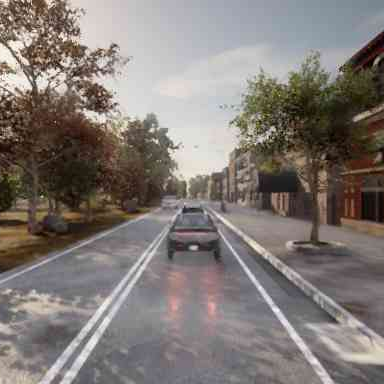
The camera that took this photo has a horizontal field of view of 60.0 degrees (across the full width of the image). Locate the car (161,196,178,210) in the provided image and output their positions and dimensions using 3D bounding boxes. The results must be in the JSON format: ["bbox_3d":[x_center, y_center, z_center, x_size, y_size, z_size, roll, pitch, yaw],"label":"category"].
[{"bbox_3d":[-3.339,1.567,50.113,2.150,2.045,5.566,0,0,0],"label":"car"}]

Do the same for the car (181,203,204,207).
[{"bbox_3d":[0.073,1.677,29.536,1.882,1.535,5.008,0,0,0],"label":"car"}]

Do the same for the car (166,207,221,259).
[{"bbox_3d":[0.067,1.573,12.983,2.128,1.511,4.902,0,0,0],"label":"car"}]
